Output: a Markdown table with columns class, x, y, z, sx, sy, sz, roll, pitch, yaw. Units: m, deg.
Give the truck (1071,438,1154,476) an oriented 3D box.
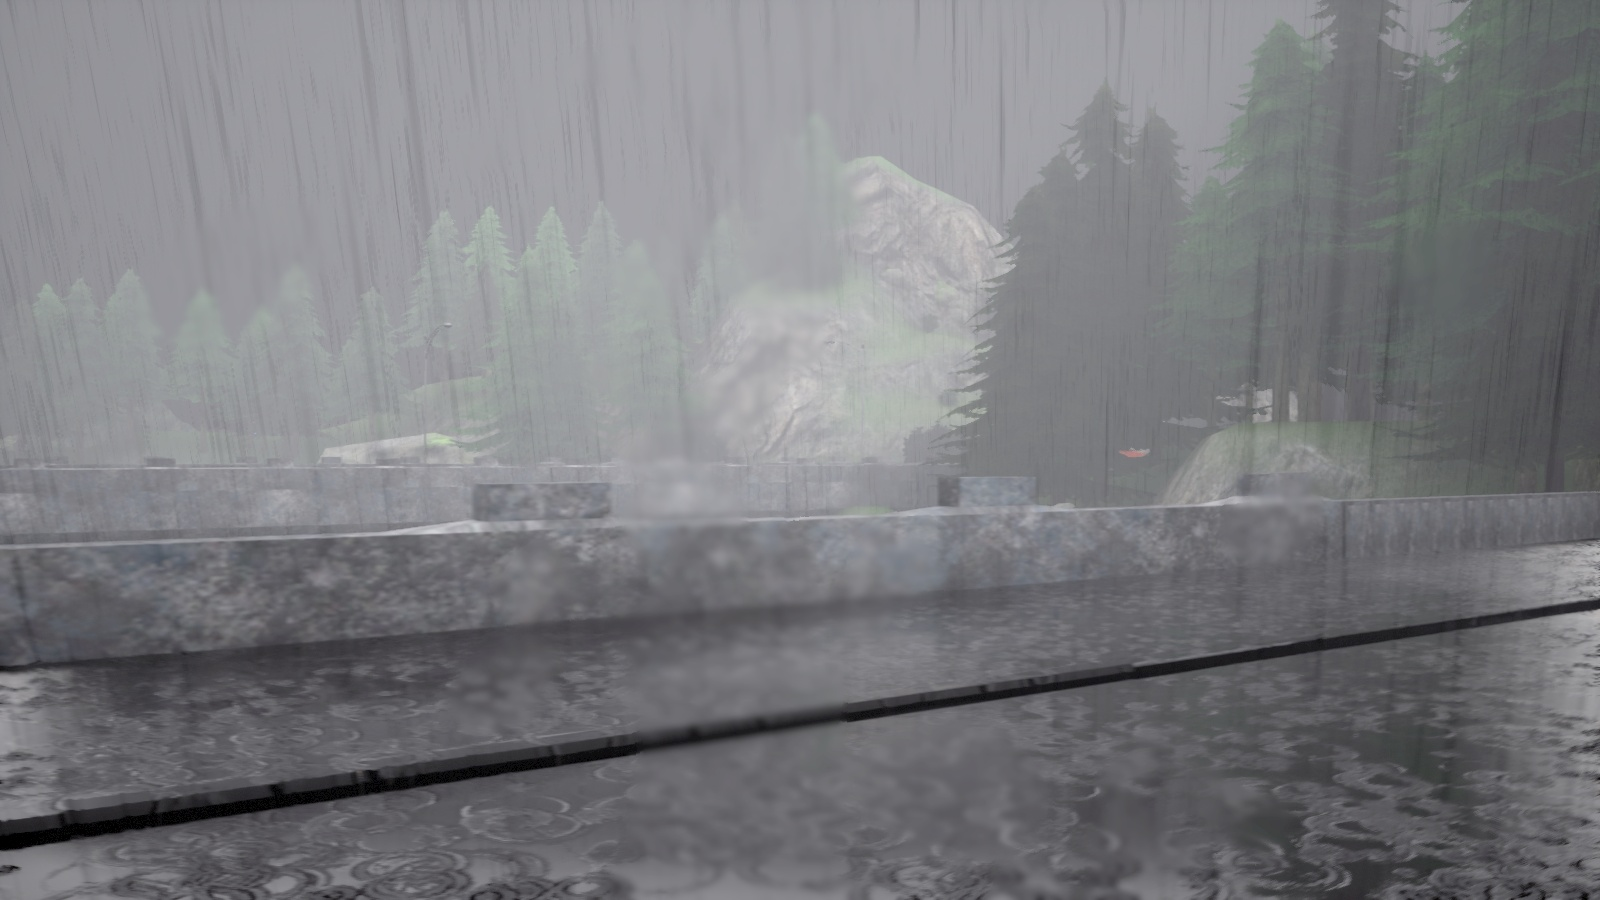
| class | x | y | z | sx | sy | sz | roll | pitch | yaw |
| --- | --- | --- | --- | --- | --- | --- | --- | --- | --- |
| truck | 20.917 | 0.423 | 84.078 | 5.204 | 2.467 | 2.627 | 0 | 0 | -35 |
